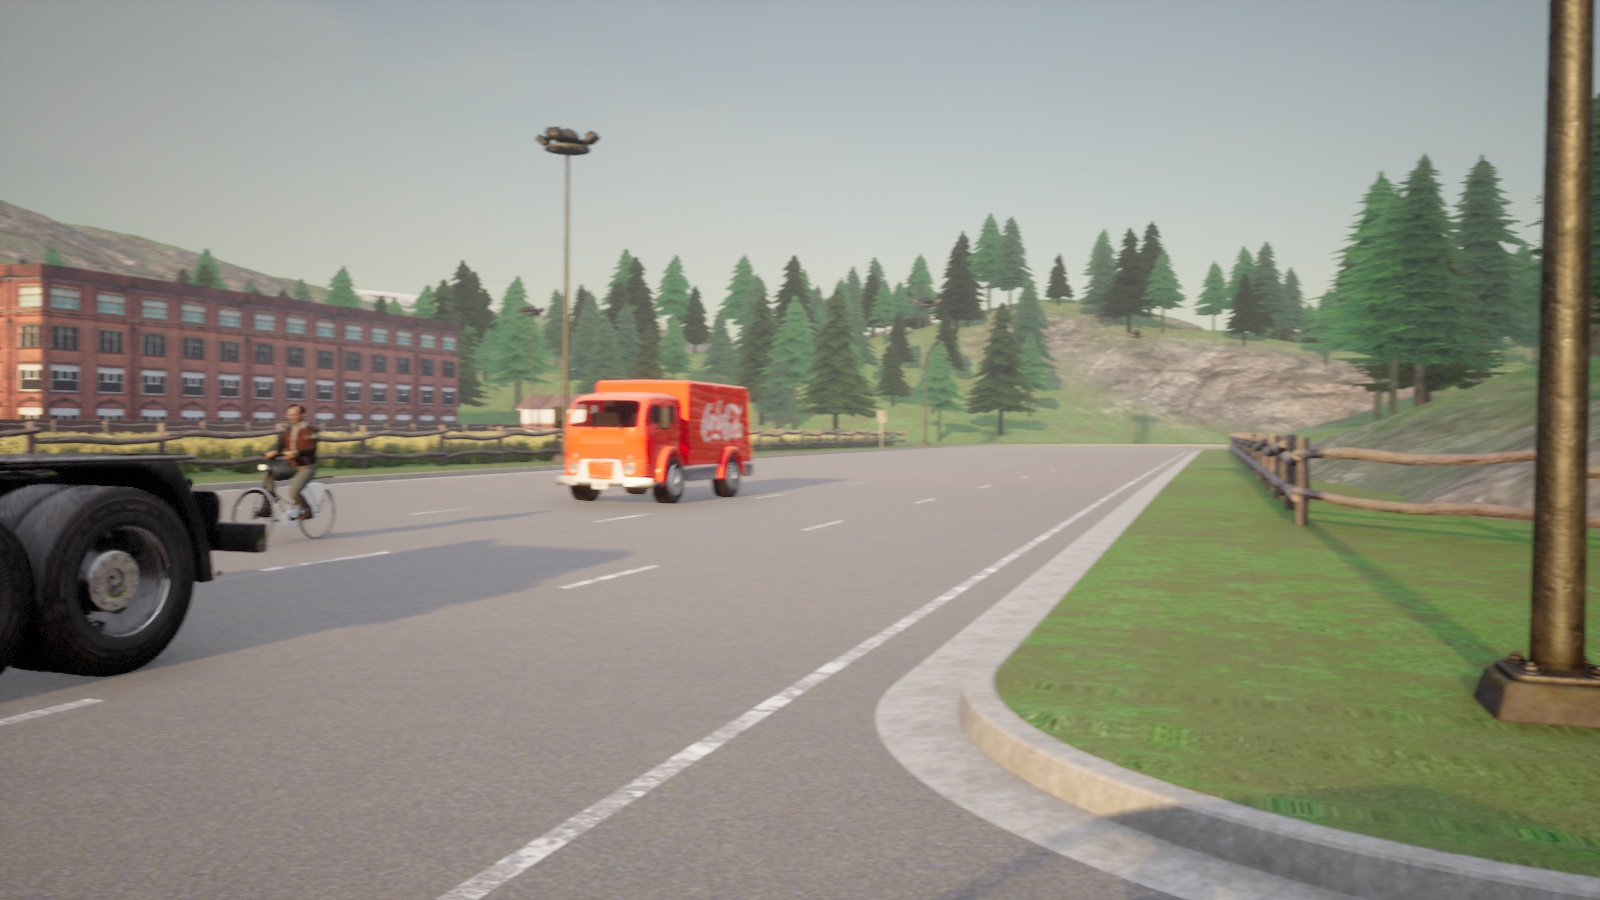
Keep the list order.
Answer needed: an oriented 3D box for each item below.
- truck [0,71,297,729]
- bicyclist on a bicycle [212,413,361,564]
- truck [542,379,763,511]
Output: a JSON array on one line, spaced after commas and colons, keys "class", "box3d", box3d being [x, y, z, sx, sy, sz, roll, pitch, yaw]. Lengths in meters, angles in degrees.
[{"class": "truck", "box3d": [-6.136, -0.224, 5.399, 2.891, 3.462, 7.936, 0, 1, 18]}, {"class": "bicyclist on a bicycle", "box3d": [-6.391, 0.442, 15.747, 0.659, 1.776, 1.843, 0, 1, 18]}, {"class": "truck", "box3d": [-2.902, -0.142, 26.279, 2.627, 2.467, 5.204, 0, 1, 18]}]
